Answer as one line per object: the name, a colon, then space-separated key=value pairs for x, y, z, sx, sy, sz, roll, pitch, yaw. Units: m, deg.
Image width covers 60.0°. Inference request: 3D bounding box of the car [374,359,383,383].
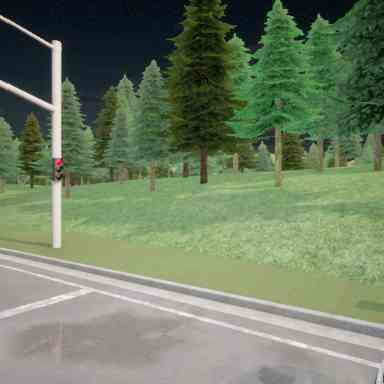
car: x=3.388 y=1.352 z=1.571 sx=4.553 sy=1.767 sz=2.097 roll=0 pitch=0 yaw=36
